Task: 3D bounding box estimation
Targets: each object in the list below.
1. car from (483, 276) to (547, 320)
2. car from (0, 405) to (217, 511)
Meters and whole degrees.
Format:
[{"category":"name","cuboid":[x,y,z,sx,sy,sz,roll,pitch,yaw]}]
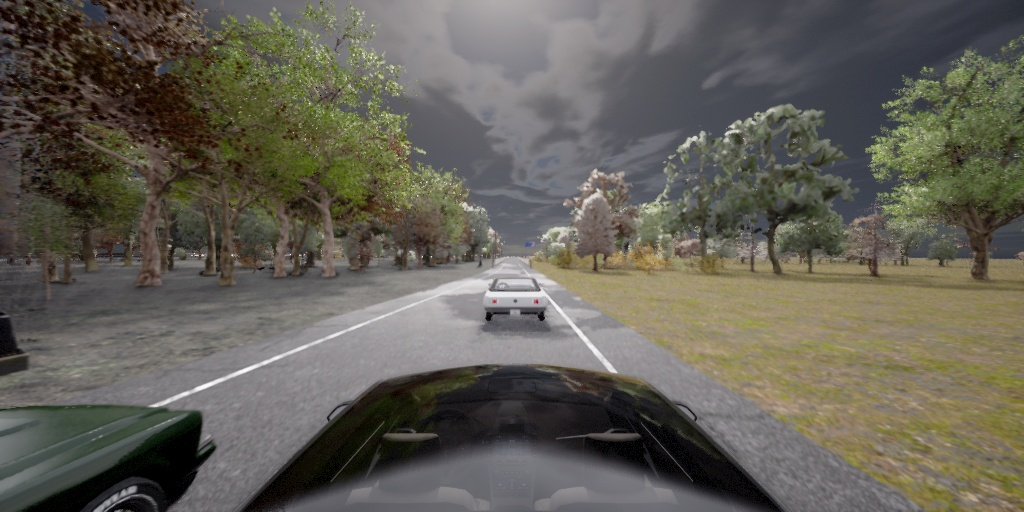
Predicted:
[{"category":"car","cuboid":[0.098,1.342,12.582,1.895,1.301,4.718,0,0,0]},{"category":"car","cuboid":[-3.245,1.352,0.586,1.895,1.301,4.718,0,0,1]}]
